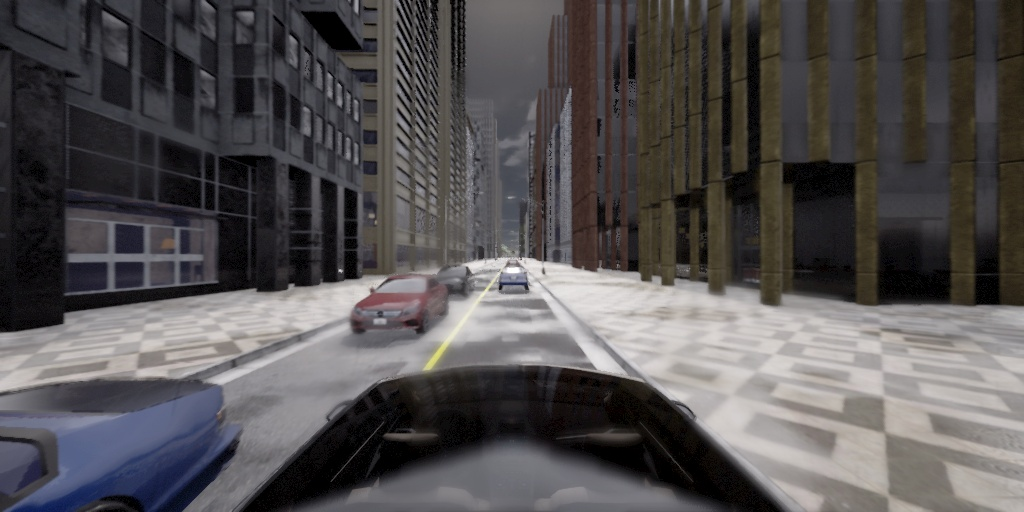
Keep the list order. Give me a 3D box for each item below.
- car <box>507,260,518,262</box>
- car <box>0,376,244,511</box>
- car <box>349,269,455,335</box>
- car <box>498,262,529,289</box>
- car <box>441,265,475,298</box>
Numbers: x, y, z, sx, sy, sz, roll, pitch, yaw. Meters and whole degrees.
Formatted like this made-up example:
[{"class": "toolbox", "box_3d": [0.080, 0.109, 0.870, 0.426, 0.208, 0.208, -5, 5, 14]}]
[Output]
[{"class": "car", "box_3d": [0.111, 1.225, 47.788, 1.882, 1.535, 5.008, 0, 0, 0]}, {"class": "car", "box_3d": [-3.097, 1.297, 0.490, 2.033, 1.411, 5.357, 0, 0, 0]}, {"class": "car", "box_3d": [-3.071, 1.277, 10.706, 1.812, 1.442, 4.674, 0, 0, 0]}, {"class": "car", "box_3d": [0.095, 1.299, 22.926, 2.033, 1.411, 5.357, 0, 0, 0]}, {"class": "car", "box_3d": [-2.996, 1.256, 18.725, 1.837, 1.490, 4.892, 0, 0, 0]}]
